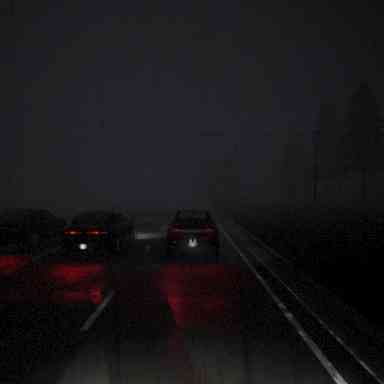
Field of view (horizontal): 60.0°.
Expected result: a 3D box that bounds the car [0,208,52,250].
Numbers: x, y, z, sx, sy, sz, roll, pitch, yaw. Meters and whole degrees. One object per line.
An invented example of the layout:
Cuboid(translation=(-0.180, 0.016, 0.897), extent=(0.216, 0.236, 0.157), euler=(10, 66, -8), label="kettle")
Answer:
Cuboid(translation=(-6.948, 1.431, 14.176), extent=(1.882, 1.535, 5.008), euler=(0, 0, 1), label="car")

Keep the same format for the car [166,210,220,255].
Cuboid(translation=(0.042, 1.449, 13.015), extent=(2.128, 1.511, 4.902), euler=(0, 0, 1), label="car")

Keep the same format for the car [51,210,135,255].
Cuboid(translation=(-3.458, 1.463, 13.033), extent=(1.837, 1.490, 4.892), euler=(0, 1, 1), label="car")
